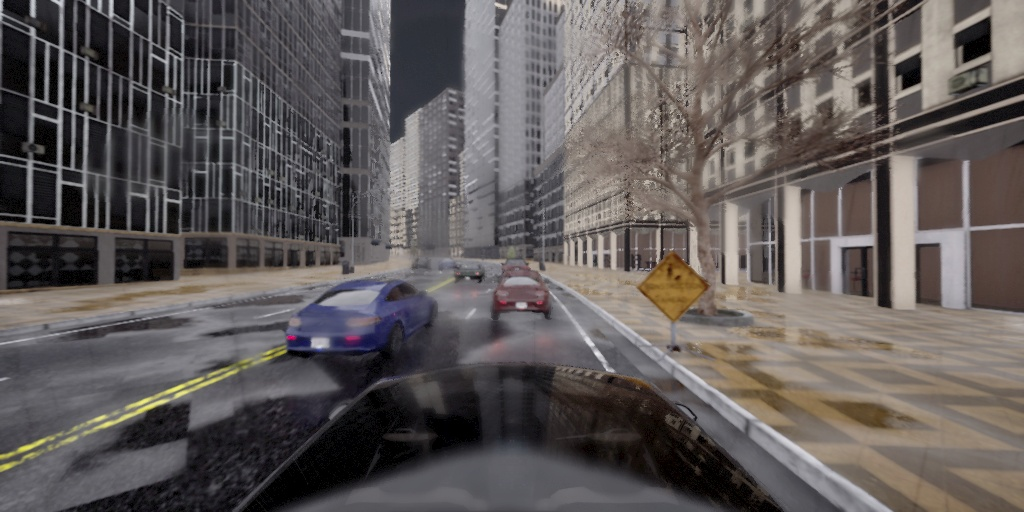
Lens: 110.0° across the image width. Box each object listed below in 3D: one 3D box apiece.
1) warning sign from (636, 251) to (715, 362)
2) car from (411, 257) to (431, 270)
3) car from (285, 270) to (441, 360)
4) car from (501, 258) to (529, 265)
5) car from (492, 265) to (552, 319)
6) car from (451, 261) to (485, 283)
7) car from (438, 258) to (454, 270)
[{"bbox_3d":[2.922,0.834,6.479,1.300,1.860,1.060,0,0,2],"label":"warning sign"},{"bbox_3d":[-10.770,0.931,42.868,1.837,1.490,4.892,0,0,-6],"label":"car"},{"bbox_3d":[-3.035,1.225,8.120,1.812,1.442,4.674,0,1,2],"label":"car"},{"bbox_3d":[0.228,0.925,27.449,2.097,1.767,4.553,0,0,-2],"label":"car"},{"bbox_3d":[0.328,1.199,12.347,1.812,1.442,4.674,0,0,1],"label":"car"},{"bbox_3d":[-2.961,1.177,25.886,1.895,1.301,4.718,0,0,-1],"label":"car"},{"bbox_3d":[-7.333,0.978,41.091,1.812,1.442,4.674,0,0,-5],"label":"car"}]
